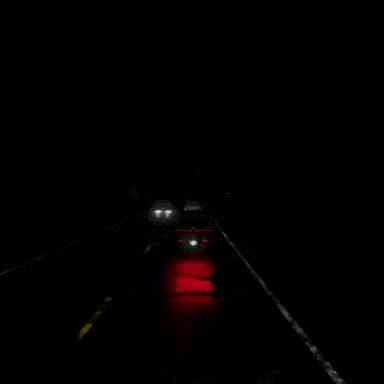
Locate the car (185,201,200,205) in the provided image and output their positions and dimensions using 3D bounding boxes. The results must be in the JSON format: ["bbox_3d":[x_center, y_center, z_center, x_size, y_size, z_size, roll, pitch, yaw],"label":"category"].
[{"bbox_3d":[0.059,1.577,30.070,1.812,1.442,4.674,0,0,0],"label":"car"}]

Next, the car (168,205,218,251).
[{"bbox_3d":[0.063,1.532,14.179,1.837,1.490,4.892,0,0,0],"label":"car"}]

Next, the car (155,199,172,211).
[{"bbox_3d":[-3.572,1.619,42.805,2.033,1.411,5.357,0,0,1],"label":"car"}]
